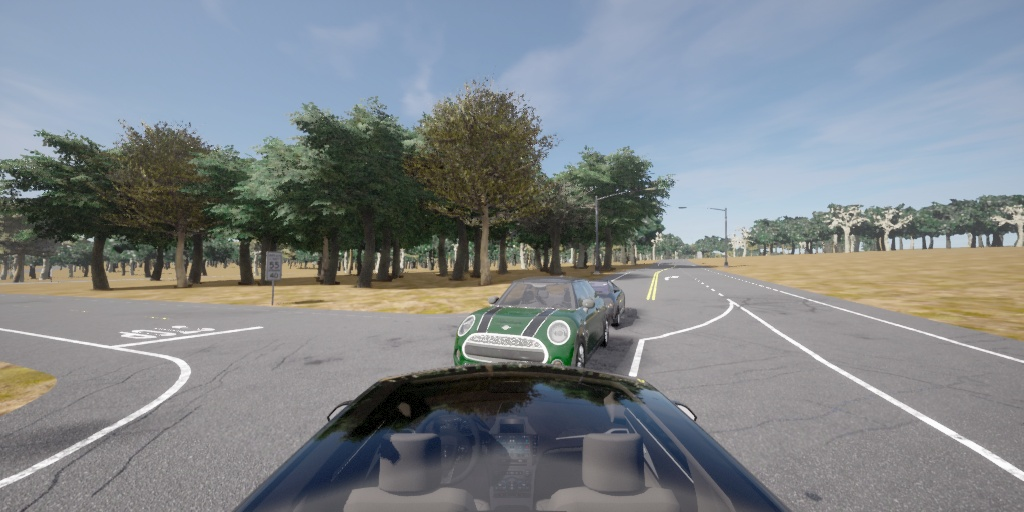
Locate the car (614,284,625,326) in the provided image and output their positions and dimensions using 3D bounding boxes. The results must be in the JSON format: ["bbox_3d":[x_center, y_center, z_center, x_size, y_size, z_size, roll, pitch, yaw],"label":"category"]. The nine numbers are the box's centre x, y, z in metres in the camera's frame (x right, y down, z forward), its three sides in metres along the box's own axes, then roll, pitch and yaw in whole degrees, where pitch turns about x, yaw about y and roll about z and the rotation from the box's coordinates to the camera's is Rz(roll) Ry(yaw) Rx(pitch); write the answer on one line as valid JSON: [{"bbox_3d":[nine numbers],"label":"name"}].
[{"bbox_3d":[2.913,1.554,12.854,1.994,1.385,4.181,-2,0,22],"label":"car"}]

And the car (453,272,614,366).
[{"bbox_3d":[0.686,1.222,7.422,2.097,1.767,4.553,-1,-2,22],"label":"car"}]
